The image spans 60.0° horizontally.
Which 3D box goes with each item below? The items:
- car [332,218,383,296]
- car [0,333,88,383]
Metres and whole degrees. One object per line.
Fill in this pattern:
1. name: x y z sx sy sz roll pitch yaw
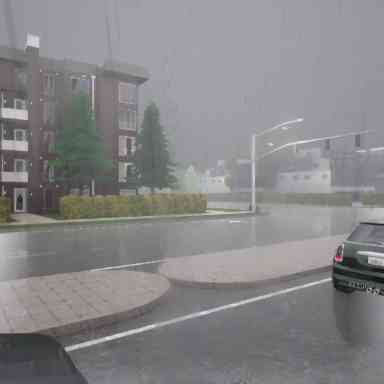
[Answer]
1. car: 5.272 1.352 7.629 4.553 1.767 2.097 0 0 -35
2. car: -3.164 1.547 1.492 5.357 1.411 2.033 0 0 -35
